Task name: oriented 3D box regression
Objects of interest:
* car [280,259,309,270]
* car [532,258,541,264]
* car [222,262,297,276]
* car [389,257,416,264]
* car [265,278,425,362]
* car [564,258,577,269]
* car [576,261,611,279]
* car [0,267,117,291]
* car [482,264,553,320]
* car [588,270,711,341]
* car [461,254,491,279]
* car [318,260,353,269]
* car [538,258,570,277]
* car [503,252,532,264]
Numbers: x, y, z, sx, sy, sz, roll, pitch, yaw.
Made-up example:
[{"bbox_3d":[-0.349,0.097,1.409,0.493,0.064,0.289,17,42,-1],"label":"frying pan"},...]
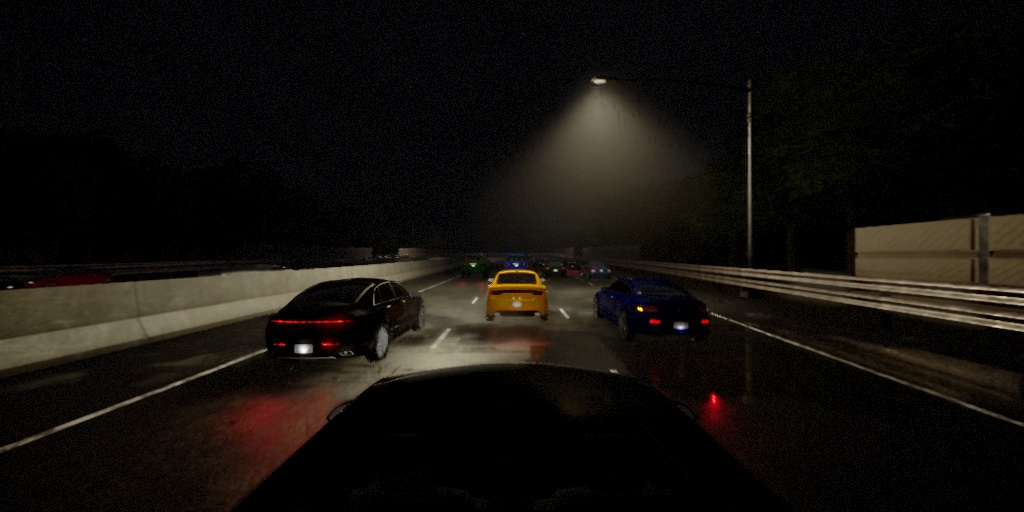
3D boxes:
[{"bbox_3d":[-24.188,1.064,39.124,1.837,1.490,4.892,0,1,0],"label":"car"},{"bbox_3d":[4.042,0.938,52.459,1.994,1.385,4.181,0,1,1],"label":"car"},{"bbox_3d":[-17.394,1.291,24.730,1.895,1.301,4.718,0,0,1],"label":"car"},{"bbox_3d":[-13.653,1.102,43.538,1.895,1.301,4.718,0,1,1],"label":"car"},{"bbox_3d":[-3.362,1.255,8.227,1.837,1.490,4.892,0,0,0],"label":"car"},{"bbox_3d":[7.529,0.961,46.708,1.837,1.490,4.892,0,1,1],"label":"car"},{"bbox_3d":[7.165,1.187,30.873,2.033,1.411,5.357,0,1,2],"label":"car"},{"bbox_3d":[-23.743,1.288,18.892,1.994,1.385,4.181,0,0,-2],"label":"car"},{"bbox_3d":[0.173,1.220,12.679,1.882,1.535,5.008,0,0,1],"label":"car"},{"bbox_3d":[3.543,1.274,9.778,1.812,1.442,4.674,0,0,0],"label":"car"},{"bbox_3d":[-3.111,0.855,31.661,2.150,2.045,5.566,0,1,1],"label":"car"},{"bbox_3d":[-20.674,1.121,42.184,1.895,1.301,4.718,0,1,1],"label":"car"},{"bbox_3d":[3.807,1.185,32.988,1.994,1.385,4.181,0,1,1],"label":"car"},{"bbox_3d":[0.394,0.852,31.998,2.150,2.045,5.566,0,1,1],"label":"car"}]
